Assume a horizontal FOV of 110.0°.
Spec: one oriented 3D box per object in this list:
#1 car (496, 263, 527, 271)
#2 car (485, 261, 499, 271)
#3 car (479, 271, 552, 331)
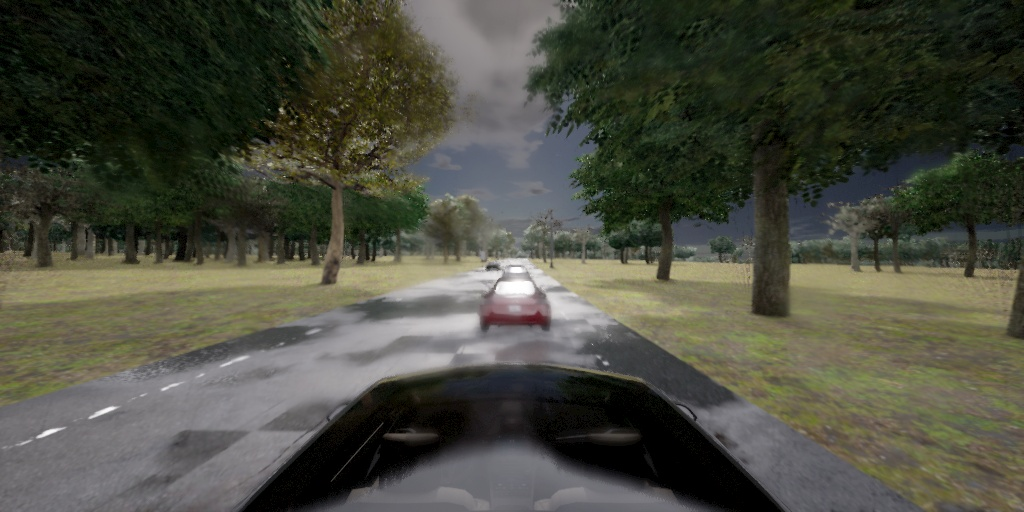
[{"bbox_3d":[0.262,1.321,24.060,2.033,1.411,5.357,0,0,2],"label":"car"},{"bbox_3d":[-2.651,1.420,50.551,1.895,1.301,4.718,0,0,2],"label":"car"},{"bbox_3d":[0.108,1.320,11.107,1.994,1.385,4.181,0,0,1],"label":"car"}]
